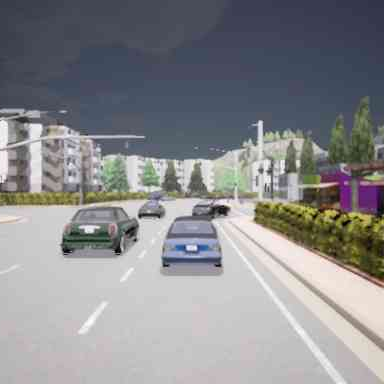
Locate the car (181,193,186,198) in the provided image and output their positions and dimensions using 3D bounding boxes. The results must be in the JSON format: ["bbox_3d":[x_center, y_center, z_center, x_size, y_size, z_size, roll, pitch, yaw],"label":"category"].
[{"bbox_3d":[-1.638,1.013,91.471,2.097,1.767,4.553,0,0,34],"label":"car"}]

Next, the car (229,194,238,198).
[{"bbox_3d":[10.207,1.386,94.407,4.674,1.442,1.812,0,0,-39],"label":"car"}]

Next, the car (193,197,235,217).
[{"bbox_3d":[1.740,1.451,28.021,2.128,1.511,4.902,0,0,27],"label":"car"}]

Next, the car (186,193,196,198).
[{"bbox_3d":[1.216,1.026,89.445,2.097,1.767,4.553,0,0,34],"label":"car"}]

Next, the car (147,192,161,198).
[{"bbox_3d":[-8.516,1.113,77.263,2.150,2.045,5.566,0,0,15],"label":"car"}]

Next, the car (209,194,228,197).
[{"bbox_3d":[6.966,1.400,85.458,1.812,1.442,4.674,0,0,34],"label":"car"}]

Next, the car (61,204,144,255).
[{"bbox_3d":[-3.462,1.332,13.408,2.097,1.767,4.553,0,0,1],"label":"car"}]

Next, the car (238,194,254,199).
[{"bbox_3d":[15.070,1.403,93.923,5.357,1.411,2.033,0,0,-36],"label":"car"}]

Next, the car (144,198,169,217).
[{"bbox_3d":[-3.410,1.523,28.834,1.994,1.385,4.181,0,0,1],"label":"car"}]

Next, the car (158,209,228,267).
[{"bbox_3d":[0.018,1.531,11.373,2.033,1.411,5.357,0,0,1],"label":"car"}]

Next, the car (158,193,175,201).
[{"bbox_3d":[-5.480,1.486,75.222,1.895,1.301,4.718,0,0,15],"label":"car"}]

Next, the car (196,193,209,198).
[{"bbox_3d":[3.652,1.426,86.801,1.994,1.385,4.181,0,0,34],"label":"car"}]
